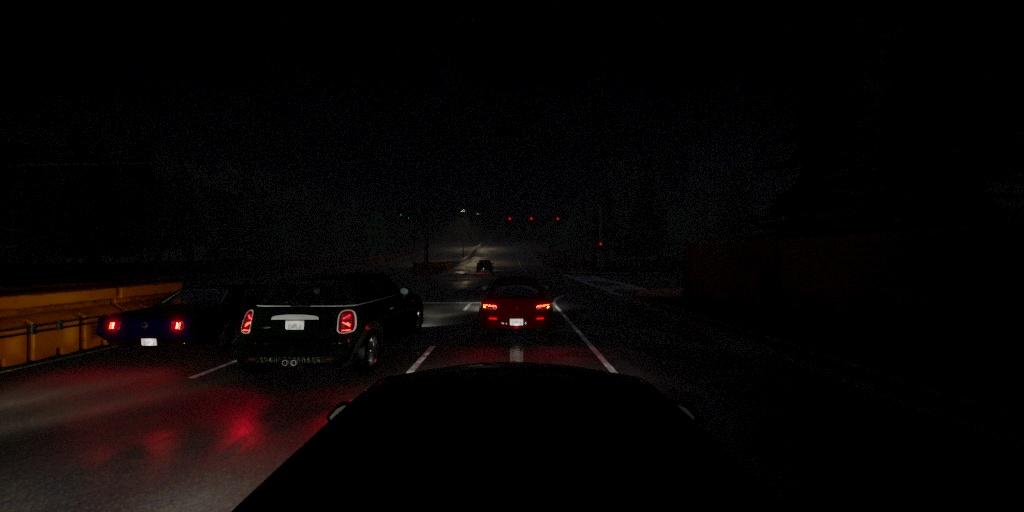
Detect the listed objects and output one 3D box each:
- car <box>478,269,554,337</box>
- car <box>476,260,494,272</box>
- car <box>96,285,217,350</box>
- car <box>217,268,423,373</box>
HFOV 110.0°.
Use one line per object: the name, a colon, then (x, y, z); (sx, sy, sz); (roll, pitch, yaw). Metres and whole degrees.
car: (0.097, 1.276, 10.120); (1.812, 1.442, 4.674); (0, 0, 0)
car: (-3.410, 1.255, 45.394); (1.837, 1.490, 4.892); (0, 0, 0)
car: (-6.902, 1.351, 9.044); (1.895, 1.301, 4.718); (0, 0, 0)
car: (-3.400, 1.102, 7.730); (2.097, 1.767, 4.553); (0, 0, 0)
